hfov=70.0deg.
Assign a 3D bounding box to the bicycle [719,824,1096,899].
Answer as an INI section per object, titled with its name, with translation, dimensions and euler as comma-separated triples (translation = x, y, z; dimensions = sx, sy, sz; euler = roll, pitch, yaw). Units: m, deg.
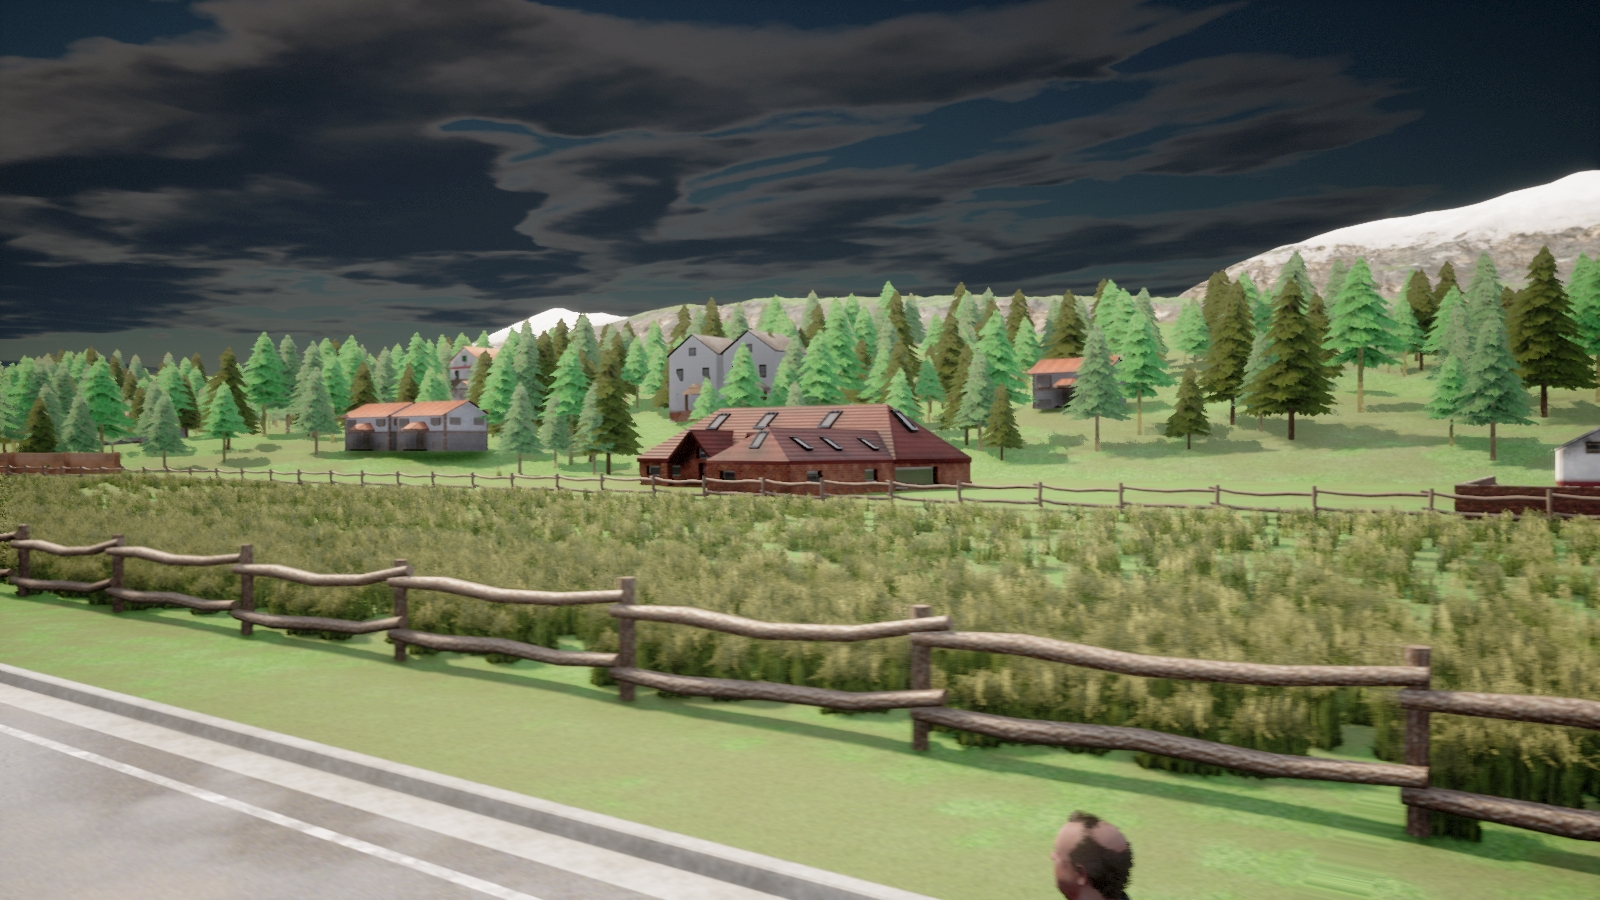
[bicycle]
translation = 0.576, 2.060, 3.372
dimensions = 1.835, 1.471, 0.329
euler = 0, 0, 35
